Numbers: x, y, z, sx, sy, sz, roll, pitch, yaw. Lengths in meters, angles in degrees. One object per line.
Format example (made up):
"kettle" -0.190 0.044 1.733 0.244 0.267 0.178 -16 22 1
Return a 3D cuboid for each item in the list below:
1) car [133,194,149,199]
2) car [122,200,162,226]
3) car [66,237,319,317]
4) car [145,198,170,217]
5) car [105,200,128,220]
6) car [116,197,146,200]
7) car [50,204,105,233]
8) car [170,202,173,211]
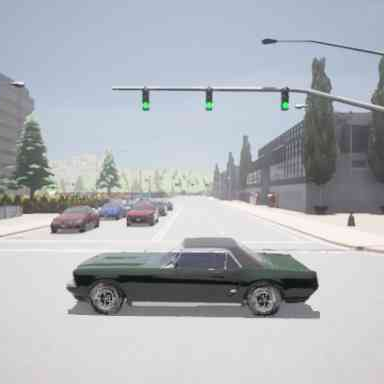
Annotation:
"car" -7.029 1.606 49.099 2.097 1.767 4.553 0 0 0
"car" -3.581 1.605 24.636 1.882 1.535 5.008 0 0 0
"car" -0.023 1.637 6.952 4.718 1.301 1.895 0 0 2
"car" -3.571 1.682 34.132 1.837 1.490 4.892 0 0 0
"car" -7.075 1.679 29.558 1.812 1.442 4.674 0 0 0
"car" -7.063 1.692 38.822 2.128 1.511 4.902 0 0 0
"car" -7.085 1.633 20.652 1.812 1.442 4.674 0 0 0
"car" -3.543 1.792 44.008 1.994 1.385 4.181 0 0 1
